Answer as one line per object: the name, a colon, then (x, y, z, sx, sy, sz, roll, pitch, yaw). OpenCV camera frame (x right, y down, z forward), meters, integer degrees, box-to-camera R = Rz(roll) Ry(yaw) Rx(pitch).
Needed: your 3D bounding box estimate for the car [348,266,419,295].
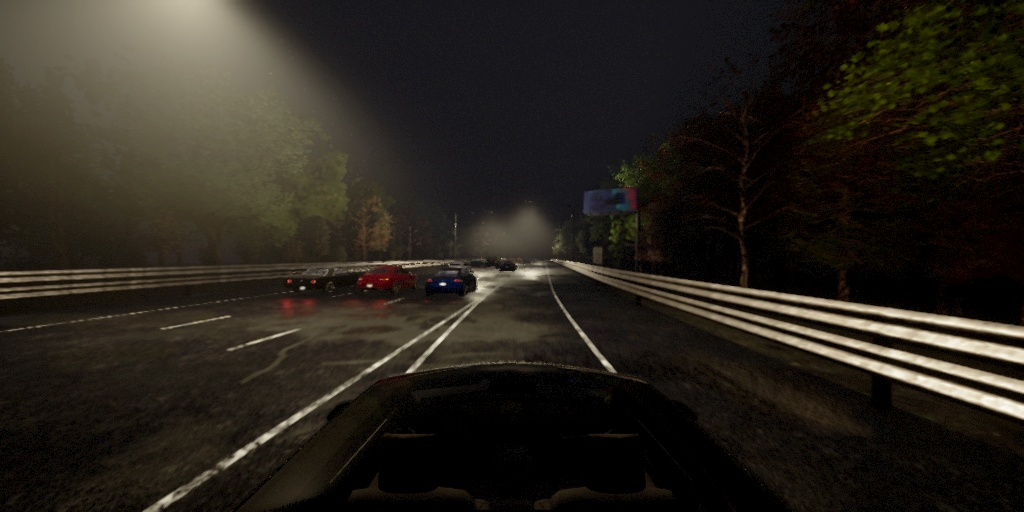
car: (-6.574, 1.242, 19.366, 1.812, 1.442, 4.674, 1, 0, 5)

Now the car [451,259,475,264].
car: (-5.185, 1.277, 34.977, 1.812, 1.442, 4.674, 1, 0, 5)

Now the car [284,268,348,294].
car: (-10.055, 1.286, 19.755, 1.895, 1.301, 4.718, 1, 0, 5)

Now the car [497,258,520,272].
car: (-0.464, 1.378, 48.575, 1.994, 1.385, 4.181, 1, 0, 5)

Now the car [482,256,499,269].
car: (-3.055, 1.028, 58.952, 2.150, 2.045, 5.566, 1, 0, 5)

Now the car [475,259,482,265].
car: (-6.186, 1.278, 63.232, 2.128, 1.511, 4.902, 1, 0, 5)

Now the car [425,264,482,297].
car: (-3.102, 1.311, 18.982, 1.994, 1.385, 4.181, 0, 0, 5)
